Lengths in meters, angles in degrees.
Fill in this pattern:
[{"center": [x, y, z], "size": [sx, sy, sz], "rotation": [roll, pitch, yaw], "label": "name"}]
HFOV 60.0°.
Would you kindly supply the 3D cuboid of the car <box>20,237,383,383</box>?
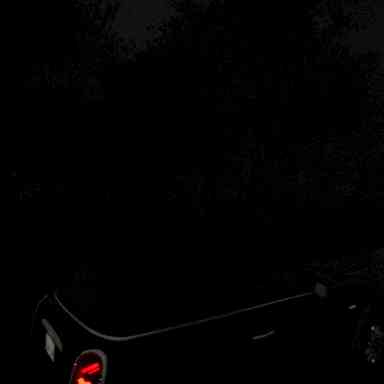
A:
[{"center": [0.505, 1.353, 4.105], "size": [4.553, 1.767, 2.097], "rotation": [0, 0, -35], "label": "car"}]
